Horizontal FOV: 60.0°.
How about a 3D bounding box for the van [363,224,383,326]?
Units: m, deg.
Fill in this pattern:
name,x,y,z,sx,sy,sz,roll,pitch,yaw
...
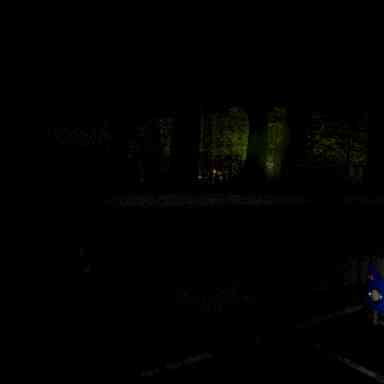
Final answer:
name,x,y,z,sx,sy,sz,roll,pitch,yaw
van,4.492,1.310,5.429,3.998,1.788,1.690,1,2,-33
